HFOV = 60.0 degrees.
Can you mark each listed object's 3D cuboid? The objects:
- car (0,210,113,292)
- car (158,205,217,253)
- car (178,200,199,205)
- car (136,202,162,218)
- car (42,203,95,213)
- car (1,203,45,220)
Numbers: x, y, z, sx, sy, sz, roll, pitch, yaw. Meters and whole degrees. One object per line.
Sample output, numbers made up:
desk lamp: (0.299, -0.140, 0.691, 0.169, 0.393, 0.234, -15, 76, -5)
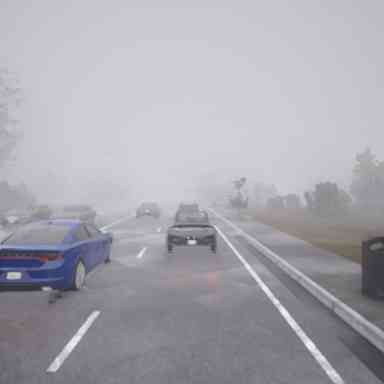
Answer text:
car: (-3.477, 1.477, 8.956, 1.882, 1.535, 5.008, 0, 0, 0)
car: (-0.031, 1.489, 13.732, 2.128, 1.511, 4.902, 0, 0, -1)
car: (-0.320, 1.472, 30.995, 1.882, 1.535, 5.008, 0, 0, -1)
car: (-3.802, 1.560, 29.919, 1.994, 1.385, 4.181, 0, 0, -1)
car: (-7.337, 1.504, 21.028, 1.837, 1.490, 4.892, 0, 0, -1)
car: (-10.861, 1.492, 22.401, 2.128, 1.511, 4.902, 0, 0, -1)
